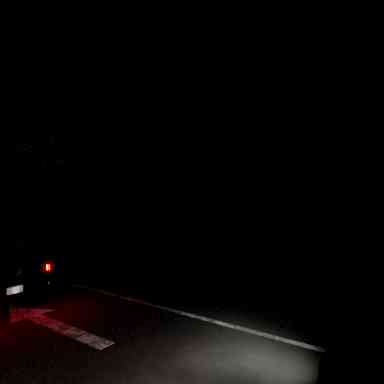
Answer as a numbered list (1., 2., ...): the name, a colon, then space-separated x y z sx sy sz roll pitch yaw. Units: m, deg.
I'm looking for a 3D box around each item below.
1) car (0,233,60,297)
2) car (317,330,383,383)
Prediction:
1. car: -5.211 1.601 7.713 4.718 1.301 1.895 0 0 35
2. car: 3.084 1.526 1.718 4.674 1.442 1.812 0 0 36
